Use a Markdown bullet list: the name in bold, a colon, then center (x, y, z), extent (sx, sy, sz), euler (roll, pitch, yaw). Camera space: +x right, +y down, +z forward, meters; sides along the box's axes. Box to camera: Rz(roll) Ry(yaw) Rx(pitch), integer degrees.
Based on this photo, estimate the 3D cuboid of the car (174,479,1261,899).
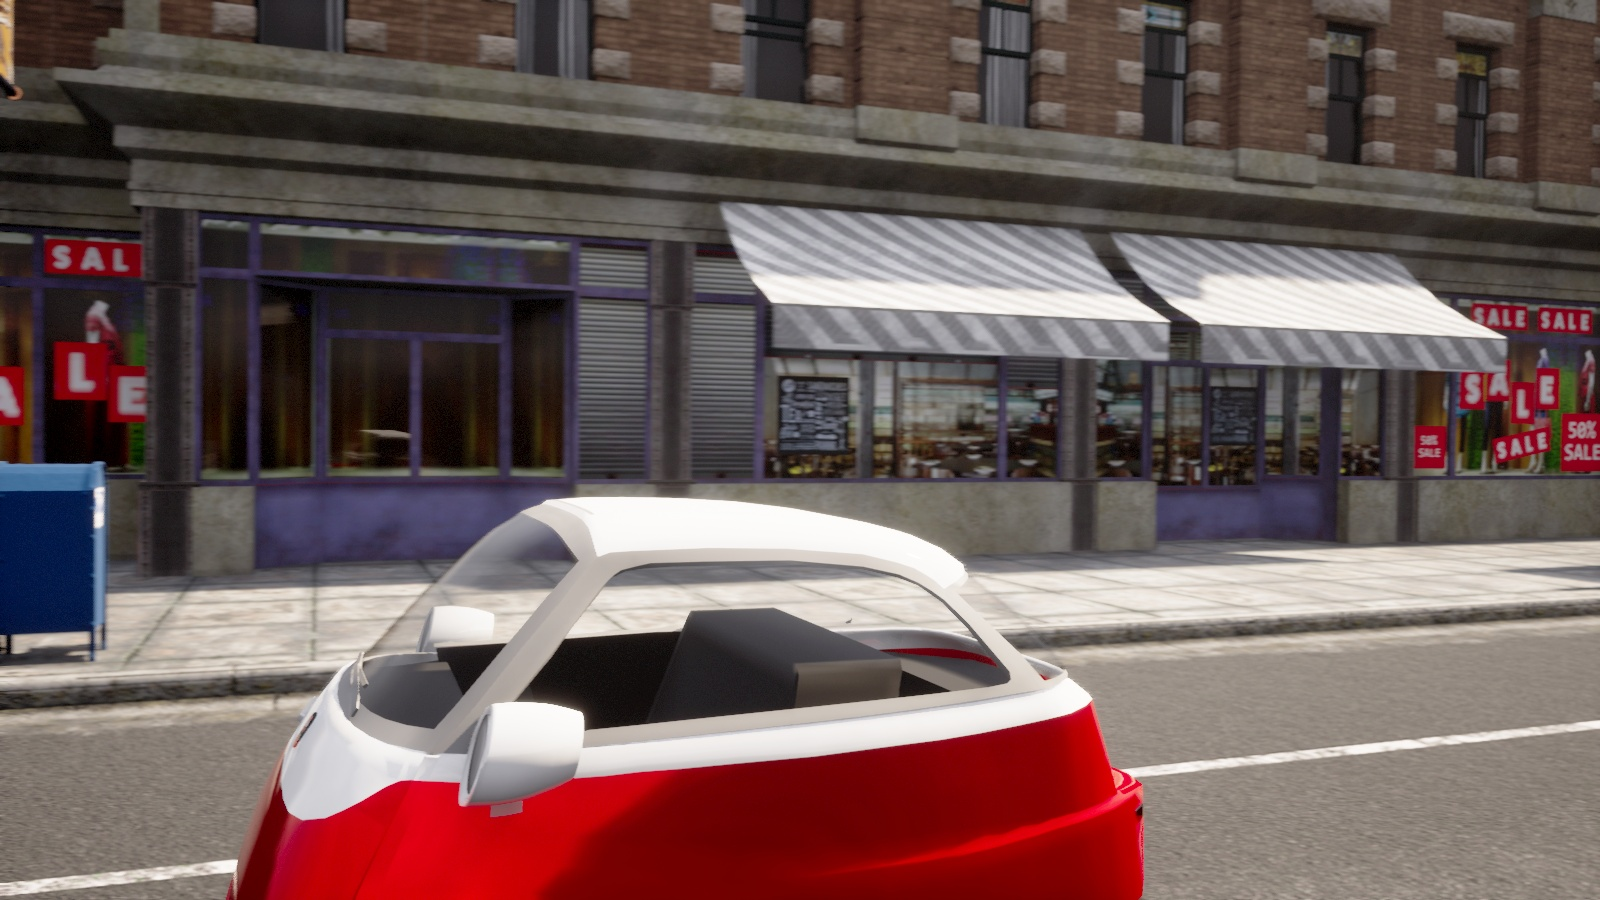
- **car**: center (-0.250, 0.804, 3.145), extent (2.207, 1.376, 1.481), euler (-1, 1, -21)
